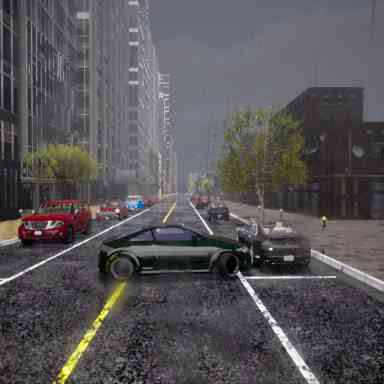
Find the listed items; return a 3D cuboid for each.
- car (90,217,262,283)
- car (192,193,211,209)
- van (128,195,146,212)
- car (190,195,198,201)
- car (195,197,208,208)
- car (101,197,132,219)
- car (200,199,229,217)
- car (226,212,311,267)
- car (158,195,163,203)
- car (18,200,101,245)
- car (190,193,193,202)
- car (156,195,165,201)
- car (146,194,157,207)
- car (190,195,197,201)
[{"bbox_3d":[-0.465,1.556,9.296,4.181,1.385,1.994,0,0,-8],"label":"car"},{"bbox_3d":[1.536,1.301,44.340,2.192,1.841,5.009,-1,0,-2],"label":"car"},{"bbox_3d":[-6.694,1.329,38.595,1.690,1.788,3.998,-1,0,-2],"label":"van"},{"bbox_3d":[0.516,1.537,83.068,1.947,1.339,4.313,-1,0,-2],"label":"car"},{"bbox_3d":[1.389,1.509,50.042,1.752,1.417,4.829,-1,0,-2],"label":"car"},{"bbox_3d":[-6.393,1.432,26.802,1.967,1.590,4.097,-1,0,-2],"label":"car"},{"bbox_3d":[2.010,1.543,27.007,2.008,1.369,4.403,-1,0,-1],"label":"car"},{"bbox_3d":[2.548,1.548,11.148,2.008,1.369,4.403,-1,0,-2],"label":"car"},{"bbox_3d":[-7.423,1.522,66.260,1.887,1.381,4.507,-1,0,-2],"label":"car"},{"bbox_3d":[-6.192,1.310,15.734,2.192,1.841,5.009,-1,0,-2],"label":"car"},{"bbox_3d":[0.804,1.291,72.003,2.192,1.841,5.009,-1,0,-2],"label":"car"},{"bbox_3d":[-7.858,1.497,82.688,1.752,1.417,4.829,-1,0,-2],"label":"car"},{"bbox_3d":[-6.987,1.299,49.660,2.192,1.841,5.009,-1,0,-2],"label":"car"},{"bbox_3d":[0.369,1.551,88.600,1.802,1.307,4.206,-1,0,-2],"label":"car"}]
